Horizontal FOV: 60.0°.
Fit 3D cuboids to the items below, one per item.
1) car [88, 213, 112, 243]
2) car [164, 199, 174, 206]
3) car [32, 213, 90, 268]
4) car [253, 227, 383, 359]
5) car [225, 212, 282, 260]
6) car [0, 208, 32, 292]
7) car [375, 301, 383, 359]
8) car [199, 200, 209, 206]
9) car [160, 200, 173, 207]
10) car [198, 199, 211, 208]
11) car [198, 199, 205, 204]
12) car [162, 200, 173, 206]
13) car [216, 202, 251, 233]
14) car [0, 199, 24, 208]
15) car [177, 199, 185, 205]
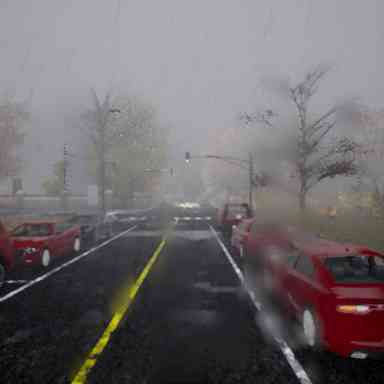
[{"bbox_3d":[-5.398,1.763,17.249,1.947,1.339,4.313,-1,-1,0],"label":"car"},{"bbox_3d":[-5.331,2.457,77.912,1.947,1.339,4.313,-1,-1,0],"label":"car"},{"bbox_3d":[-5.326,1.678,11.706,1.887,1.381,4.507,-1,-1,0],"label":"car"},{"bbox_3d":[2.555,1.616,6.195,1.887,1.381,4.507,-1,-1,0],"label":"car"},{"bbox_3d":[2.570,1.693,12.954,1.887,1.381,4.507,-1,-1,0],"label":"car"},{"bbox_3d":[-5.328,1.386,6.161,2.192,1.841,5.009,-1,-1,0],"label":"car"},{"bbox_3d":[2.556,1.575,0.654,1.947,1.339,4.313,-1,-1,0],"label":"car"},{"bbox_3d":[2.549,2.370,72.222,1.887,1.381,4.507,-1,-1,0],"label":"car"},{"bbox_3d":[-5.332,2.326,66.537,1.947,1.339,4.313,-1,-1,0],"label":"car"},{"bbox_3d":[2.604,2.166,63.523,1.967,1.590,4.097,-1,-1,0],"label":"car"},{"bbox_3d":[2.548,2.589,89.286,1.947,1.339,4.313,-1,-1,0],"label":"car"},{"bbox_3d":[-5.331,2.391,72.224,1.947,1.339,4.313,-1,-1,0],"label":"car"},{"bbox_3d":[2.680,1.562,21.593,2.192,1.841,5.009,-1,-1,0],"label":"car"},{"bbox_3d":[-25.678,1.828,45.509,5.009,1.841,2.192,0,0,-1],"label":"car"},{"bbox_3d":[-2.757,2.460,84.029,1.837,1.490,4.892,0,-1,0],"label":"car"}]
